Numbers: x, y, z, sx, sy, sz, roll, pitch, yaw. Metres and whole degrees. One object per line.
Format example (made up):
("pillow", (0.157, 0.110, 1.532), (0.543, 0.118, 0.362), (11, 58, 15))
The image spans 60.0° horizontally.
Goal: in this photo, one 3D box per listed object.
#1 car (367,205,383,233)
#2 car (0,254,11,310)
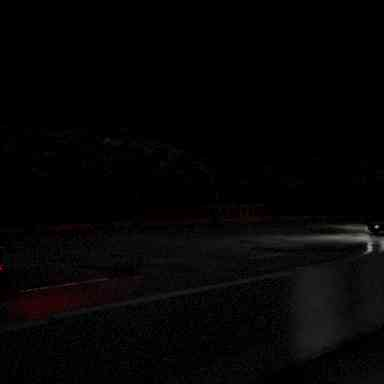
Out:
("car", (12.679, 1.739, 19.985), (4.902, 1.511, 2.128), (1, -1, -27))
("car", (-5.253, 1.471, 4.516), (4.902, 1.511, 2.128), (1, 0, -35))
